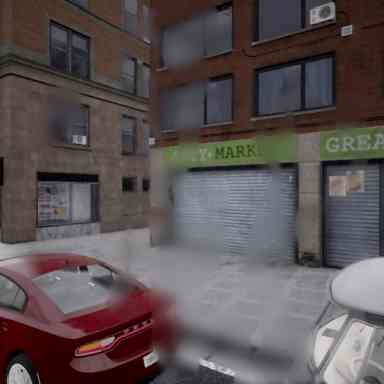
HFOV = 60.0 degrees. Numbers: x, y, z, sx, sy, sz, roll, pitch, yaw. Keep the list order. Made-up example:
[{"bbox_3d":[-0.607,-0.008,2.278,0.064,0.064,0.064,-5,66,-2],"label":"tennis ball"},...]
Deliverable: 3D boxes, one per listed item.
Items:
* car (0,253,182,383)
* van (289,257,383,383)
[{"bbox_3d":[-2.223,1.544,4.660,4.507,1.381,1.887,0,0,35],"label":"car"},{"bbox_3d":[2.387,1.341,1.375,3.998,1.788,1.690,0,0,35],"label":"van"}]
